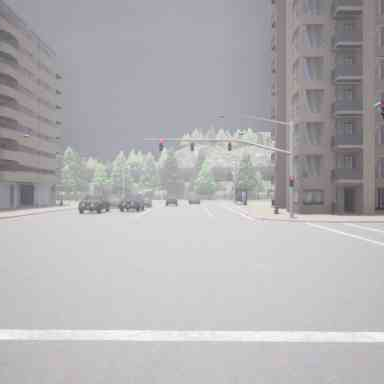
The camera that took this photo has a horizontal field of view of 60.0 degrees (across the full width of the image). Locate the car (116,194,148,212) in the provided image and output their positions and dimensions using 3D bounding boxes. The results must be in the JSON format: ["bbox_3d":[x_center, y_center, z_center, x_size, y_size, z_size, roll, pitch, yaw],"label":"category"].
[{"bbox_3d":[-7.009,1.221,39.418,2.150,2.045,5.566,0,0,0],"label":"car"}]

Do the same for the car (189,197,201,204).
[{"bbox_3d":[0.476,1.564,61.497,1.994,1.385,4.181,0,0,5],"label":"car"}]

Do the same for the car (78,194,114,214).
[{"bbox_3d":[-10.517,1.221,36.213,2.150,2.045,5.566,0,0,0],"label":"car"}]

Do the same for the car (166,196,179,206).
[{"bbox_3d":[-3.286,1.505,54.671,1.837,1.490,4.892,0,0,0],"label":"car"}]

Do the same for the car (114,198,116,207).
[{"bbox_3d":[-10.489,1.526,45.817,1.812,1.442,4.674,0,0,0],"label":"car"}]

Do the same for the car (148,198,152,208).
[{"bbox_3d":[-6.974,1.526,48.947,1.812,1.442,4.674,0,0,0],"label":"car"}]
